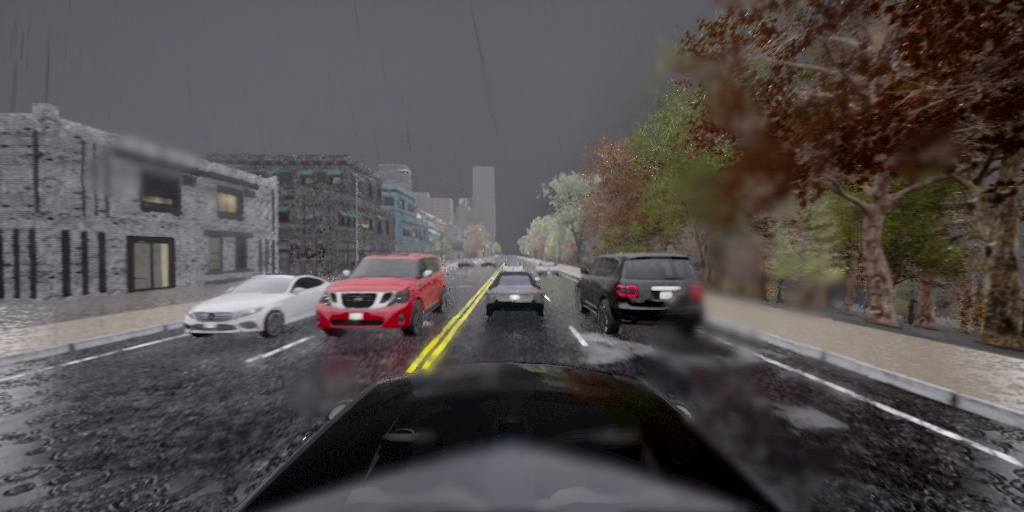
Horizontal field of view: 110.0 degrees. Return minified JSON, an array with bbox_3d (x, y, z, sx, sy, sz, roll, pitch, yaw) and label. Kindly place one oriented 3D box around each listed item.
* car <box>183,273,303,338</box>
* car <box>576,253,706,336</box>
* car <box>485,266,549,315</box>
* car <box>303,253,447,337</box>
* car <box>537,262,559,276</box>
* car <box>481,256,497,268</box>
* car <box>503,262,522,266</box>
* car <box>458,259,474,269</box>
[{"bbox_3d":[-6.591,1.235,10.153,1.812,1.442,4.674,0,0,0],"label":"car"},{"bbox_3d":[3.342,0.932,10.426,2.150,2.045,5.566,0,0,0],"label":"car"},{"bbox_3d":[0.094,1.260,13.327,1.994,1.385,4.181,0,0,0],"label":"car"},{"bbox_3d":[-3.356,0.930,10.478,2.150,2.045,5.566,0,0,0],"label":"car"},{"bbox_3d":[3.336,1.199,34.512,1.895,1.301,4.718,0,0,0],"label":"car"},{"bbox_3d":[-3.337,0.863,53.111,2.097,1.767,4.553,0,0,0],"label":"car"},{"bbox_3d":[0.086,1.198,34.542,1.895,1.301,4.718,0,0,0],"label":"car"},{"bbox_3d":[-6.591,1.117,51.689,1.895,1.301,4.718,0,0,0],"label":"car"}]
